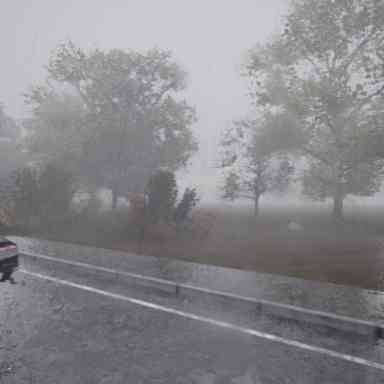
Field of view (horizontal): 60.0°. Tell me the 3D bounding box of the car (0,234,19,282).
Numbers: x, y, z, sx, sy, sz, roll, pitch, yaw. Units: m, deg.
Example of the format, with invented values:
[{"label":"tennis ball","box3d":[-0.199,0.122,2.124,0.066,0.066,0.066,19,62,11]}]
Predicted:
[{"label":"car","box3d":[-6.362,1.493,8.536,4.902,1.511,2.128,0,0,36]}]
